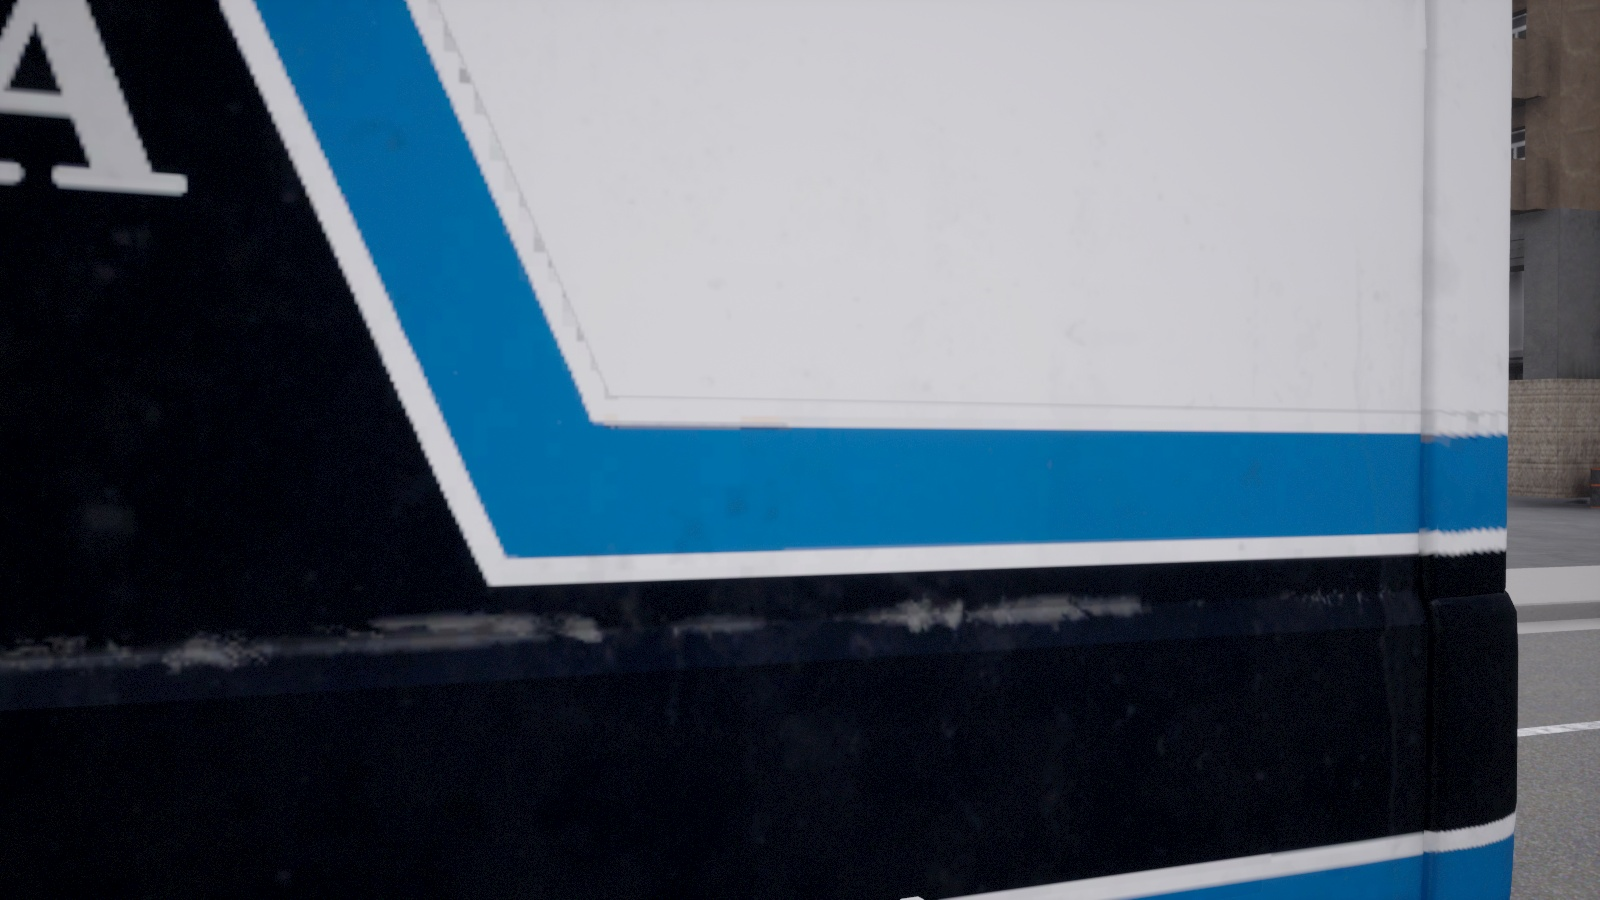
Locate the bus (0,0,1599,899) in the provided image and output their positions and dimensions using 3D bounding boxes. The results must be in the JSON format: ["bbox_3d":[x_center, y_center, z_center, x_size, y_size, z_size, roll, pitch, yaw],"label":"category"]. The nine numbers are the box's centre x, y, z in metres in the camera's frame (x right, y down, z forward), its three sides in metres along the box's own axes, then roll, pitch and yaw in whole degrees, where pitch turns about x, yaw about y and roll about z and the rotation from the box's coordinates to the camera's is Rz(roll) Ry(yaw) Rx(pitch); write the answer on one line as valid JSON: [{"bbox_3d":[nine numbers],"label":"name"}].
[{"bbox_3d":[-4.445,-0.550,1.569,10.273,4.253,3.944,-1,1,-21],"label":"bus"}]
